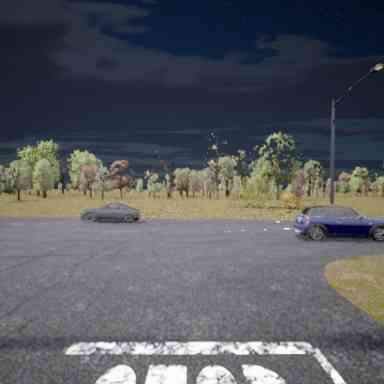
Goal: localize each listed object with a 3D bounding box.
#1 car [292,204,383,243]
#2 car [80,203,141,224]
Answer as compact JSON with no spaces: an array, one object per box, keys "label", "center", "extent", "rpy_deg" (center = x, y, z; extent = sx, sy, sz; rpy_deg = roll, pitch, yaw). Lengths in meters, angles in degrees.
[{"label":"car","center":[7.510,1.489,16.727],"extent":[4.553,1.767,2.097],"rpy_deg":[1,1,0]},{"label":"car","center":[-5.746,1.490,23.799],"extent":[4.181,1.385,1.994],"rpy_deg":[1,1,0]}]
